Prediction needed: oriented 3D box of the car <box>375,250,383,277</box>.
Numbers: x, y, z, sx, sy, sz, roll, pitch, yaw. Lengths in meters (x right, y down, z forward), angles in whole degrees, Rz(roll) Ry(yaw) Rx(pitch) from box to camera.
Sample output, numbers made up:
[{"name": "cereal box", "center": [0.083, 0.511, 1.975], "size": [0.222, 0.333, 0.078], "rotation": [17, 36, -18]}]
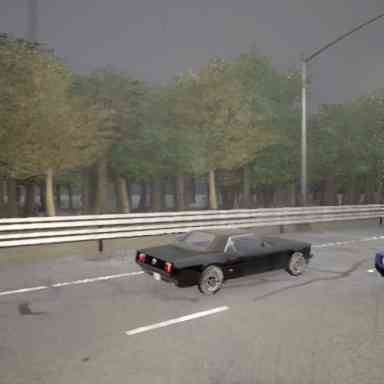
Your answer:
[{"name": "car", "center": [6.651, 1.612, 8.272], "size": [4.718, 1.301, 1.895], "rotation": [0, 0, -34]}]

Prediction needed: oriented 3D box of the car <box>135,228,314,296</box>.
[{"name": "car", "center": [1.047, 1.602, 8.694], "size": [4.718, 1.301, 1.895], "rotation": [0, 0, -35]}]
